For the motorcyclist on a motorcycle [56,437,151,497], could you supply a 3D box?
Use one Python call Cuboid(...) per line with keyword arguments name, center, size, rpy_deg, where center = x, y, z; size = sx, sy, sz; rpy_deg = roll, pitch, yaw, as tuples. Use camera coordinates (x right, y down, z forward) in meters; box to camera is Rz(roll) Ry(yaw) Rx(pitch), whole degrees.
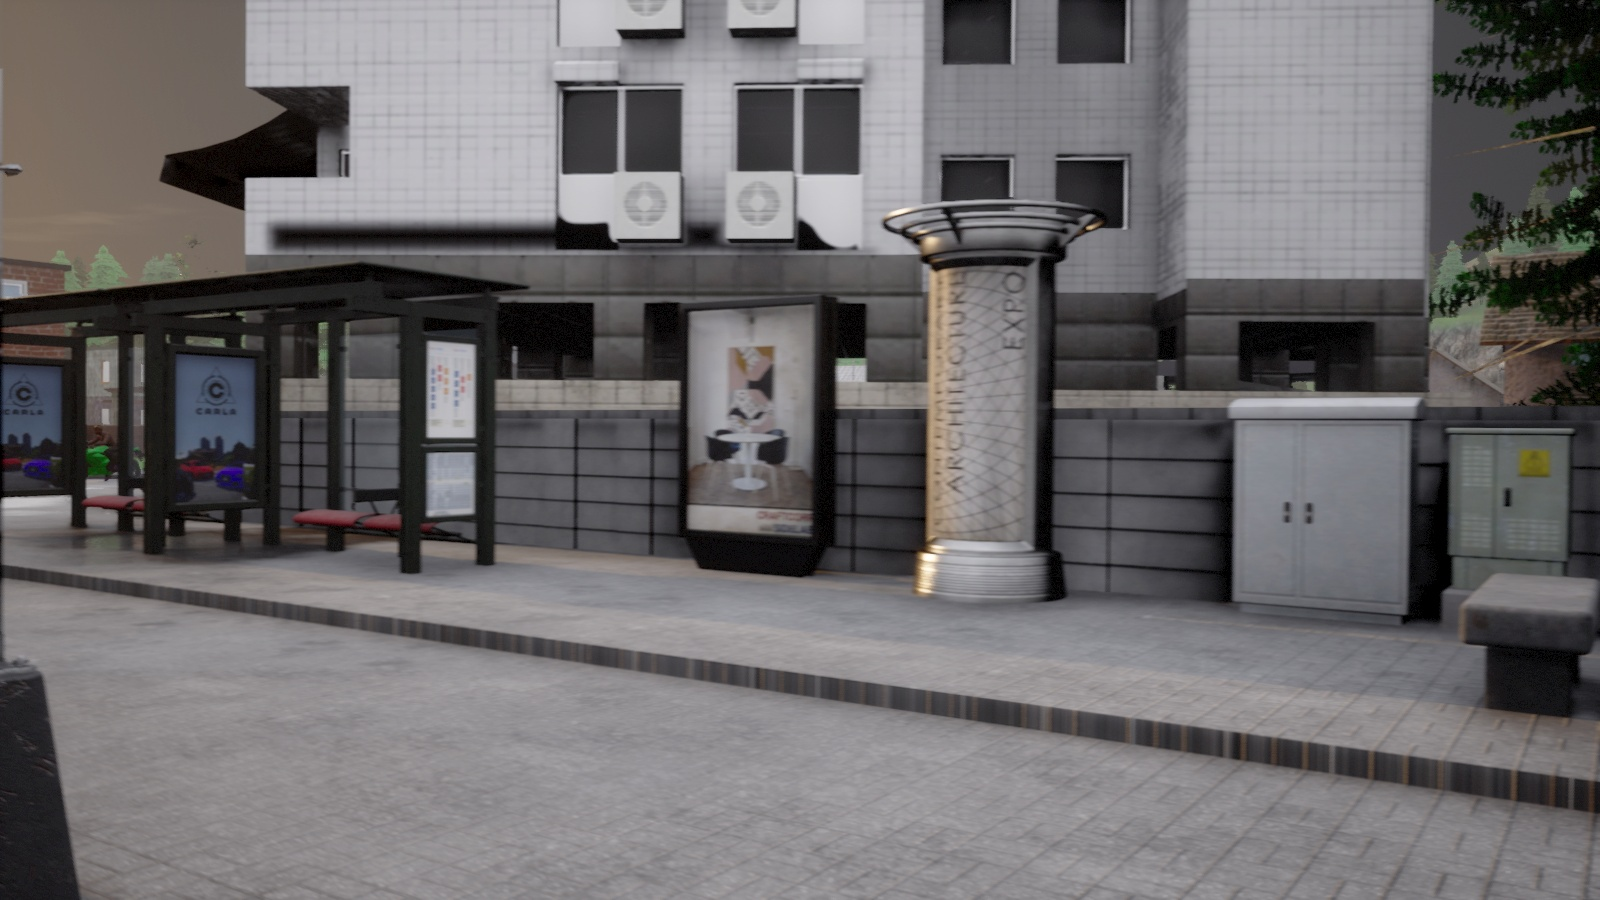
Cuboid(name="motorcyclist on a motorcycle", center=(-18.501, 0.425, 33.405), size=(0.797, 1.523, 2.044), rpy_deg=(0, 1, 34))
